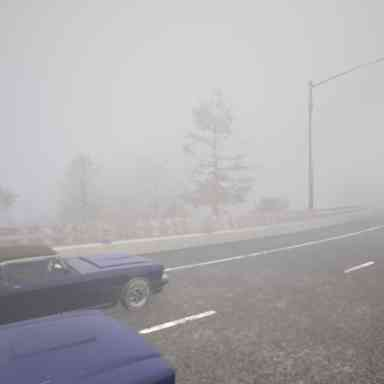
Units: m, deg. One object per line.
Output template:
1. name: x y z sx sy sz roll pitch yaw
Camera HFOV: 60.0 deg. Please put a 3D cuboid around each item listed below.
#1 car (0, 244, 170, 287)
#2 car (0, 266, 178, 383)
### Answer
1. car: -2.801 1.652 6.167 4.718 1.301 1.895 0 -1 -36
2. car: -2.382 1.622 2.164 4.718 1.301 1.895 0 -1 -35
